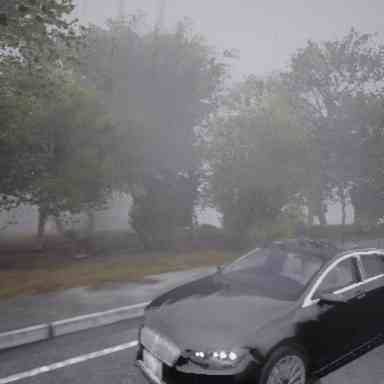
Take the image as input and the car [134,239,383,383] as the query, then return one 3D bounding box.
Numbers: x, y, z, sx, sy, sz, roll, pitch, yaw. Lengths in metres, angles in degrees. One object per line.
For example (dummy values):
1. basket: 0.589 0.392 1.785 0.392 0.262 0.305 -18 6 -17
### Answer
1. car: 1.590 1.500 4.817 4.902 1.511 2.128 0 0 -35
